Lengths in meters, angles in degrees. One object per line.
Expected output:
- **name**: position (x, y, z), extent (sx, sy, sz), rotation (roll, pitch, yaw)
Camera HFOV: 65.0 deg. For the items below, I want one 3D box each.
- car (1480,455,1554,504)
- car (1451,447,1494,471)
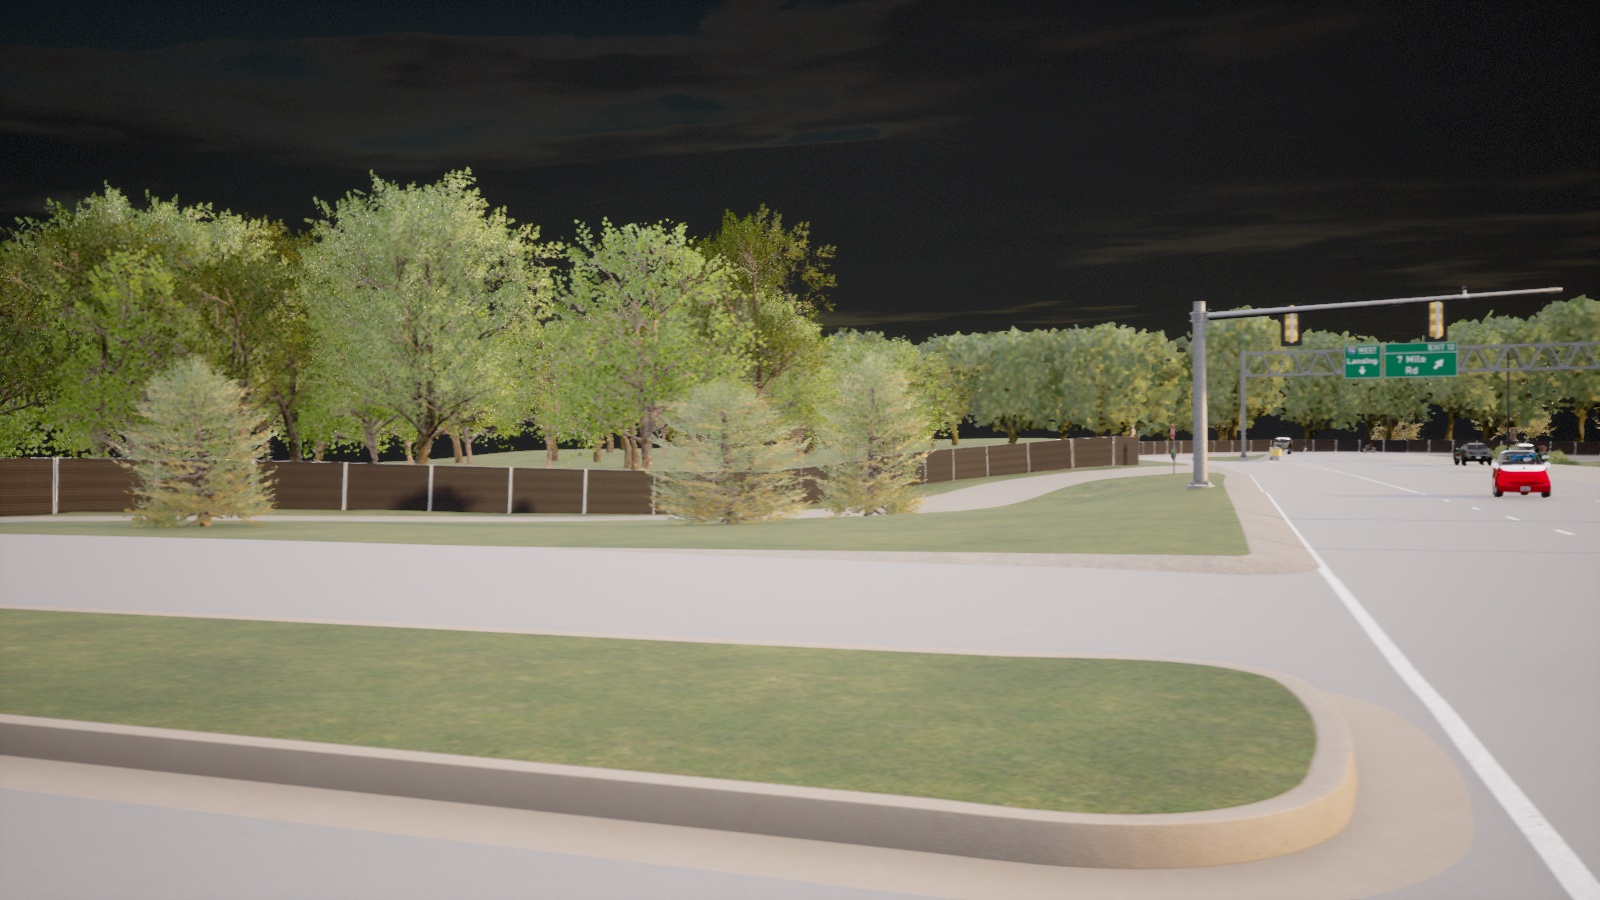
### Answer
- **car**: position (20.878, 0.834, 36.626), extent (1.481, 1.376, 2.207), rotation (0, 0, 19)
- **car**: position (43.567, 0.580, 81.419), extent (1.816, 1.474, 4.193), rotation (0, 0, 19)
